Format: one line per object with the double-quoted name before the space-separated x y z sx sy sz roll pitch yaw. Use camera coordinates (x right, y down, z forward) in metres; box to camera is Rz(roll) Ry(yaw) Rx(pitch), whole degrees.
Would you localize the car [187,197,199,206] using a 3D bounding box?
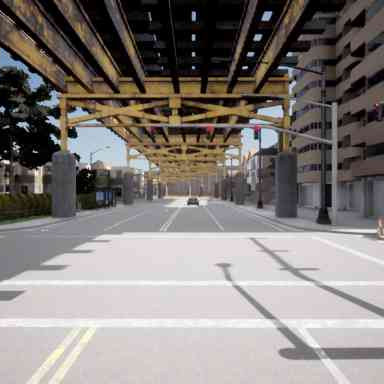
"car" 0.188 1.563 56.209 1.994 1.385 4.181 0 0 0
